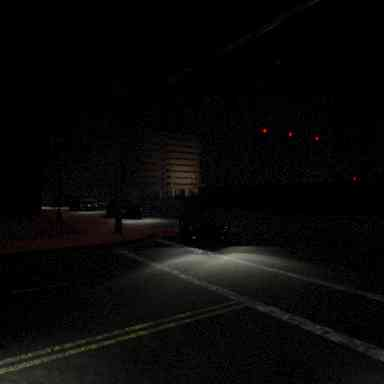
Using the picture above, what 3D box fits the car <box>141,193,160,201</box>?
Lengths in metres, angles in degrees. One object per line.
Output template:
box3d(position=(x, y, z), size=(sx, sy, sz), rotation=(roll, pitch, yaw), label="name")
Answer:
box3d(position=(-9.782, 1.156, 81.499), size=(3.866, 1.878, 1.905), rotation=(0, 0, -34), label="car")

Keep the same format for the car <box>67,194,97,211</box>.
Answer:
box3d(position=(-13.435, 1.224, 41.048), size=(2.150, 2.045, 5.566), rotation=(0, 0, -32), label="car")

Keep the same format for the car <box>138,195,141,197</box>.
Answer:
box3d(position=(-11.359, 1.153, 83.926), size=(4.605, 1.855, 1.932), rotation=(0, 0, -34), label="car")

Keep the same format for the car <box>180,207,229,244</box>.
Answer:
box3d(position=(0.474, 1.477, 15.950), size=(1.882, 1.535, 5.008), rotation=(1, 0, -5), label="car")

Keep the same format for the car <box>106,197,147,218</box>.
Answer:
box3d(position=(-6.144, 1.478, 29.644), size=(1.882, 1.535, 5.008), rotation=(0, 0, -33), label="car")

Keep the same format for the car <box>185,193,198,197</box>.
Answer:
box3d(position=(1.246, 1.156, 65.267), size=(3.866, 1.878, 1.905), rotation=(0, 0, -34), label="car")

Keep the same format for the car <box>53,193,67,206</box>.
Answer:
box3d(position=(-19.755, 1.219, 51.018), size=(2.150, 2.045, 5.566), rotation=(0, 0, -32), label="car")

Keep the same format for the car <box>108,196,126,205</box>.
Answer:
box3d(position=(-13.915, 1.526, 61.635), size=(1.812, 1.442, 4.674), rotation=(0, 0, -33), label="car")
